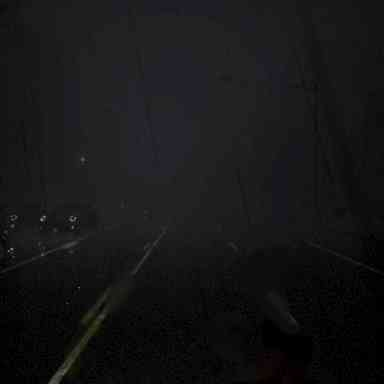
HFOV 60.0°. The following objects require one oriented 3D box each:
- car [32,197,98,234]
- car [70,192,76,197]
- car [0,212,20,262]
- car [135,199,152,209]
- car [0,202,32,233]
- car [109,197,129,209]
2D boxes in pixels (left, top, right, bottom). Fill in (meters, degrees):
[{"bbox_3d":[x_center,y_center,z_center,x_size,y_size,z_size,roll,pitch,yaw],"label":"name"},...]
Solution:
[{"bbox_3d":[-7.067,1.401,19.462,2.097,1.767,4.553,0,0,0],"label":"car"},{"bbox_3d":[-26.006,0.753,70.192,1.970,1.475,3.806,0,2,0],"label":"car"},{"bbox_3d":[-7.097,1.530,9.325,1.837,1.490,4.892,0,0,0],"label":"car"},{"bbox_3d":[-7.019,1.738,48.040,1.895,1.301,4.718,0,0,0],"label":"car"},{"bbox_3d":[-10.564,1.405,20.128,2.097,1.767,4.553,0,0,0],"label":"car"},{"bbox_3d":[-10.519,1.489,48.097,2.097,1.767,4.553,0,1,0],"label":"car"}]
